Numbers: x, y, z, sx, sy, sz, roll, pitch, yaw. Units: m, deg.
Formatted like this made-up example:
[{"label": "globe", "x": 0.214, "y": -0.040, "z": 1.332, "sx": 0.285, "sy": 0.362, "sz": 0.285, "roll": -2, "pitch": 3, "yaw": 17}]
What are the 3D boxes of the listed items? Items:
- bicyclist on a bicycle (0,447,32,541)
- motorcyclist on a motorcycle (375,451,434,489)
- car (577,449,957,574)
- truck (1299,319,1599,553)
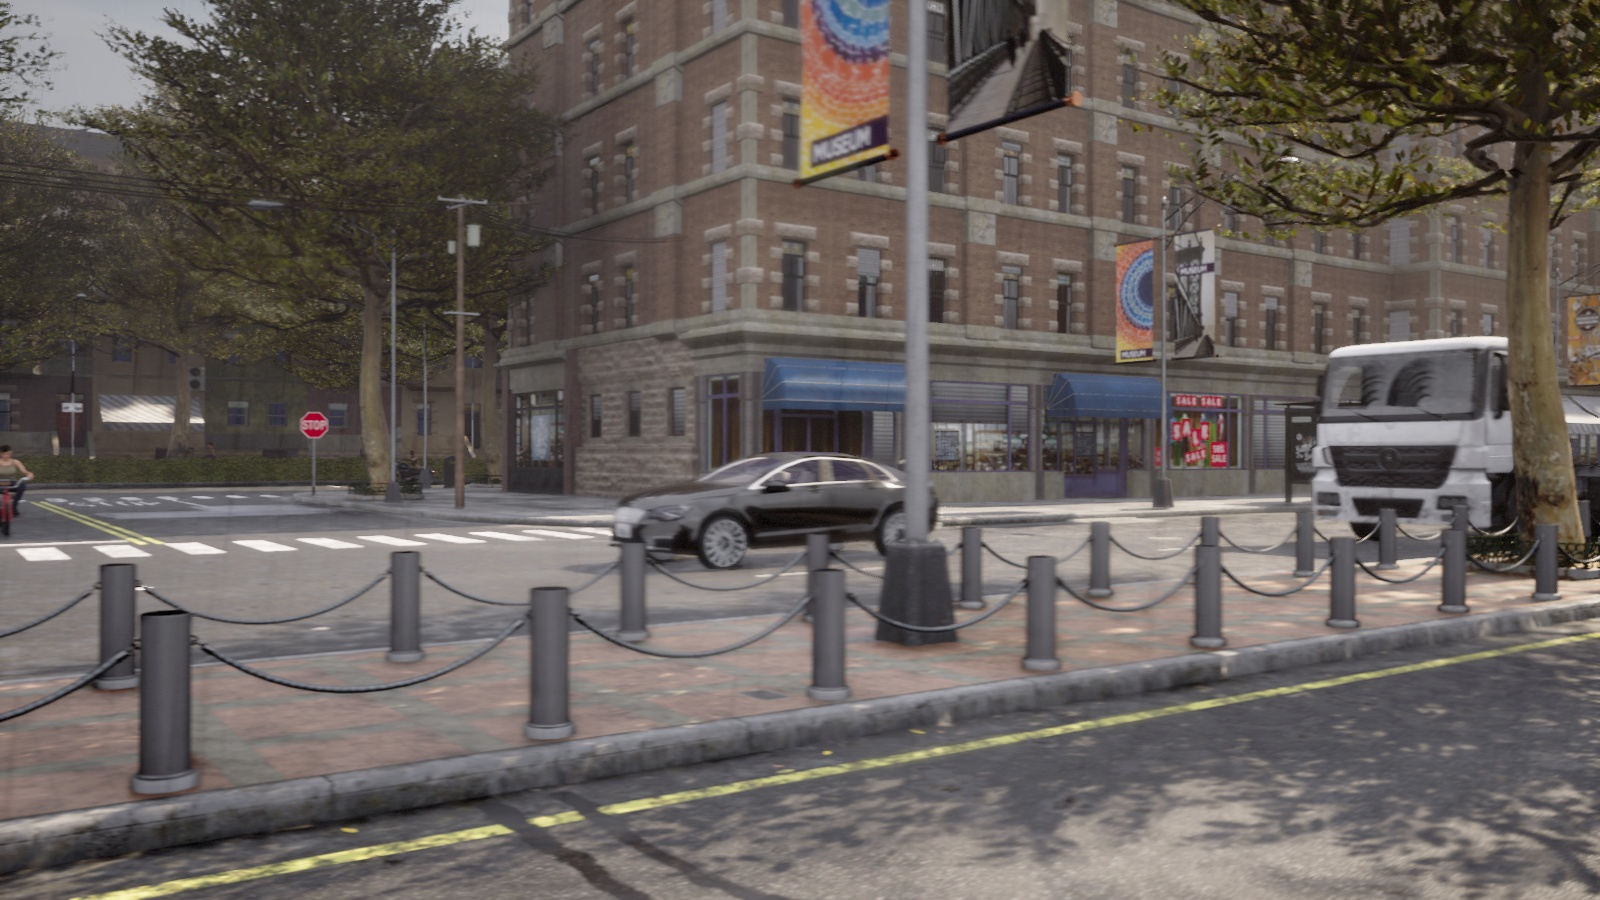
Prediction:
[{"label": "bicyclist on a bicycle", "x": -14.217, "y": 0.766, "z": 22.358, "sx": 0.866, "sy": 1.612, "sz": 1.509, "roll": 0, "pitch": 0, "yaw": -34}, {"label": "motorcyclist on a motorcycle", "x": -17.623, "y": 0.870, "z": 55.989, "sx": 2.350, "sy": 1.649, "sz": 0.766, "roll": 0, "pitch": 0, "yaw": -35}, {"label": "car", "x": -0.380, "y": 0.744, "z": 17.406, "sx": 4.902, "sy": 1.511, "sz": 2.128, "roll": 0, "pitch": 0, "yaw": -35}, {"label": "truck", "x": 12.421, "y": -0.209, "z": 22.055, "sx": 7.936, "sy": 3.462, "sz": 2.891, "roll": 0, "pitch": 0, "yaw": -35}]
